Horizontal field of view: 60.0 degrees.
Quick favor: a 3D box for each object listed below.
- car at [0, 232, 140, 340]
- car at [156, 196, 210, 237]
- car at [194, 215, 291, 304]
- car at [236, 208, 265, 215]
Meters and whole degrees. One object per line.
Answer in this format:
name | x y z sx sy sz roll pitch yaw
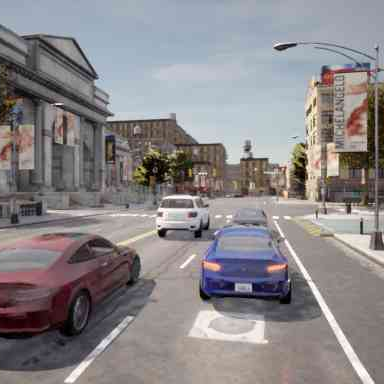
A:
car | -2.456 1.526 6.598 1.812 1.442 4.674 0 0 8
car | -0.344 1.221 18.071 2.150 2.045 5.566 0 0 9
car | 1.307 1.526 8.152 1.812 1.442 4.674 0 0 10
car | 3.077 1.547 17.515 2.033 1.411 5.357 0 0 11
